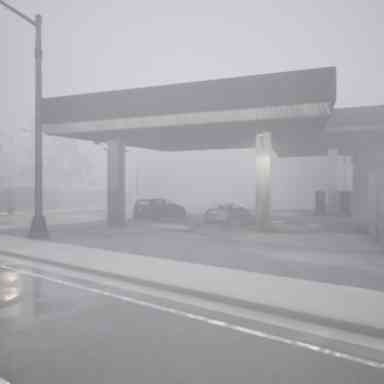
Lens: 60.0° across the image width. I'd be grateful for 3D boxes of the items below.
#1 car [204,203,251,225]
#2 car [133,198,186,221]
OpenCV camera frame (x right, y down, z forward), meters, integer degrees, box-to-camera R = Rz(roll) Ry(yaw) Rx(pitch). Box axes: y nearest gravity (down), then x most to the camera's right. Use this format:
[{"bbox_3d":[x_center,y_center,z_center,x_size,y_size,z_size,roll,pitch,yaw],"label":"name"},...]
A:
[{"bbox_3d":[2.584,1.483,23.455,1.970,1.475,3.806,0,0,37],"label":"car"},{"bbox_3d":[-2.491,1.336,26.256,2.242,1.667,4.611,0,0,37],"label":"car"}]
